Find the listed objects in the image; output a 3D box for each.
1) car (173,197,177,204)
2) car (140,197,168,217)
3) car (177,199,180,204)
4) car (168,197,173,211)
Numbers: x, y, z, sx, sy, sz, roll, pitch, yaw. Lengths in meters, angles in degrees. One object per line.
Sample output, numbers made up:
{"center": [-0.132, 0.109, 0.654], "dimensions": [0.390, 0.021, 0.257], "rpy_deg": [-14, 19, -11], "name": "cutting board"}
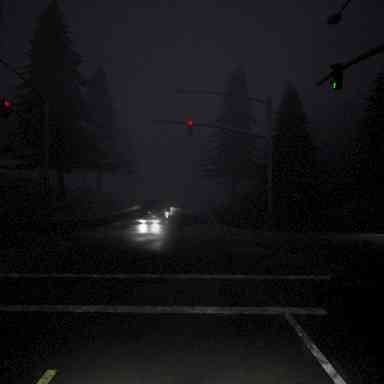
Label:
{"center": [-3.961, 1.492, 50.805], "dimensions": [2.128, 1.511, 4.902], "rpy_deg": [0, 0, -8], "name": "car"}
{"center": [-3.654, 1.491, 30.819], "dimensions": [2.128, 1.511, 4.902], "rpy_deg": [0, 0, 0], "name": "car"}
{"center": [-4.100, 1.564, 61.663], "dimensions": [1.994, 1.385, 4.181], "rpy_deg": [0, 0, -39], "name": "car"}
{"center": [-3.648, 1.478, 40.322], "dimensions": [1.882, 1.535, 5.008], "rpy_deg": [0, 0, 0], "name": "car"}
